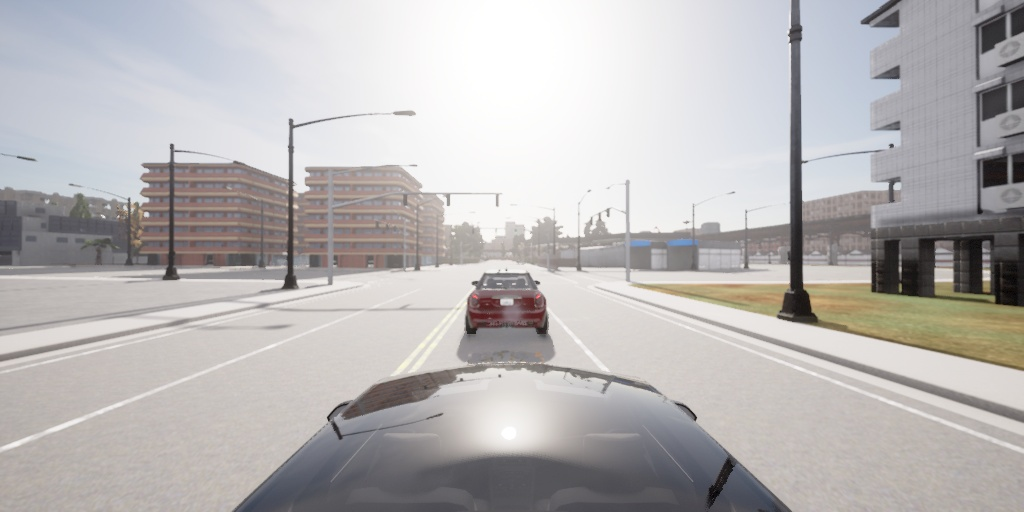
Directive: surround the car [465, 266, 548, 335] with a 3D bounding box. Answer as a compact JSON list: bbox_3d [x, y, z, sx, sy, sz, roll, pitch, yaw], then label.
[{"bbox_3d":[-0.181,1.164,10.919,2.097,1.767,4.553,0,0,-1],"label":"car"}]
